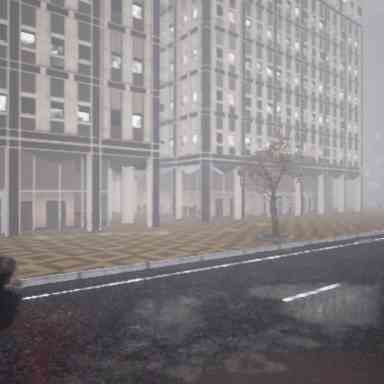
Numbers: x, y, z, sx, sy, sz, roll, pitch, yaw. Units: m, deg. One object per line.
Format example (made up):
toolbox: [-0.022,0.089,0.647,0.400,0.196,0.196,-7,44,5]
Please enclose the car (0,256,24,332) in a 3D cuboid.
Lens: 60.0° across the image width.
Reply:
car: [-4.924,1.473,4.168,5.008,1.535,1.882,0,0,-35]
